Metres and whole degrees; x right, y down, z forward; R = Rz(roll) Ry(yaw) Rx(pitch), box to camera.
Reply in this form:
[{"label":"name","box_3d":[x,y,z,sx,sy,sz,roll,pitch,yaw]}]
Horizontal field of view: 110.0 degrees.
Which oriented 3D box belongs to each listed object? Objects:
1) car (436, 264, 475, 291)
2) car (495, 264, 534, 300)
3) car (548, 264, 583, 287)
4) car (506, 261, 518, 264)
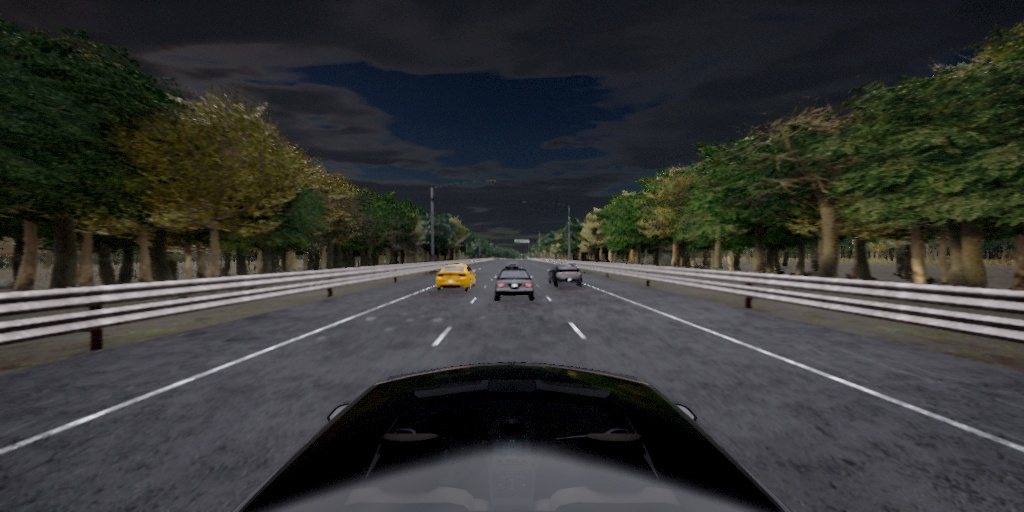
[{"label":"car","box_3d":[-3.408,1.262,22.396,1.882,1.535,5.008,0,0,0]},{"label":"car","box_3d":[0.104,1.319,17.996,2.033,1.411,5.357,0,0,0]},{"label":"car","box_3d":[3.585,1.266,24.718,2.128,1.511,4.902,0,0,0]},{"label":"car","box_3d":[0.054,1.421,53.379,1.895,1.301,4.718,0,0,0]}]
